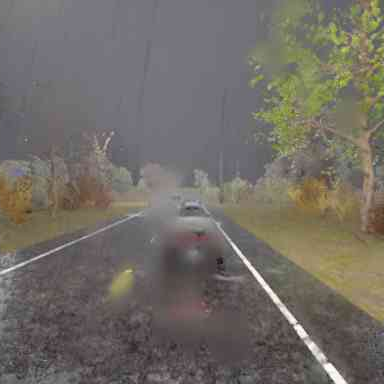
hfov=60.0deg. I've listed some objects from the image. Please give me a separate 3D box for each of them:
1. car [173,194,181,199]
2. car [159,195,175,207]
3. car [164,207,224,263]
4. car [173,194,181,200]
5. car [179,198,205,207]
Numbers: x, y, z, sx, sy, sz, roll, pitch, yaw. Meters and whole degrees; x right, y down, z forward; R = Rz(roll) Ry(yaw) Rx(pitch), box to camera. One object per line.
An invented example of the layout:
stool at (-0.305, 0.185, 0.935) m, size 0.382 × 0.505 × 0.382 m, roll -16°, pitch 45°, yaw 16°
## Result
car at (-3.709, 1.138, 79.763) m, size 1.882 × 1.535 × 5.008 m, roll 0°, pitch 0°, yaw -2°
car at (-3.961, 1.527, 50.103) m, size 1.895 × 1.301 × 4.718 m, roll 0°, pitch 0°, yaw -3°
car at (0.058, 1.493, 11.855) m, size 1.837 × 1.490 × 4.892 m, roll 0°, pitch 0°, yaw 0°
car at (-3.860, 1.263, 87.061) m, size 1.994 × 1.385 × 4.181 m, roll 0°, pitch 0°, yaw 0°
car at (0.006, 1.477, 26.996) m, size 1.837 × 1.490 × 4.892 m, roll 0°, pitch 1°, yaw 0°
